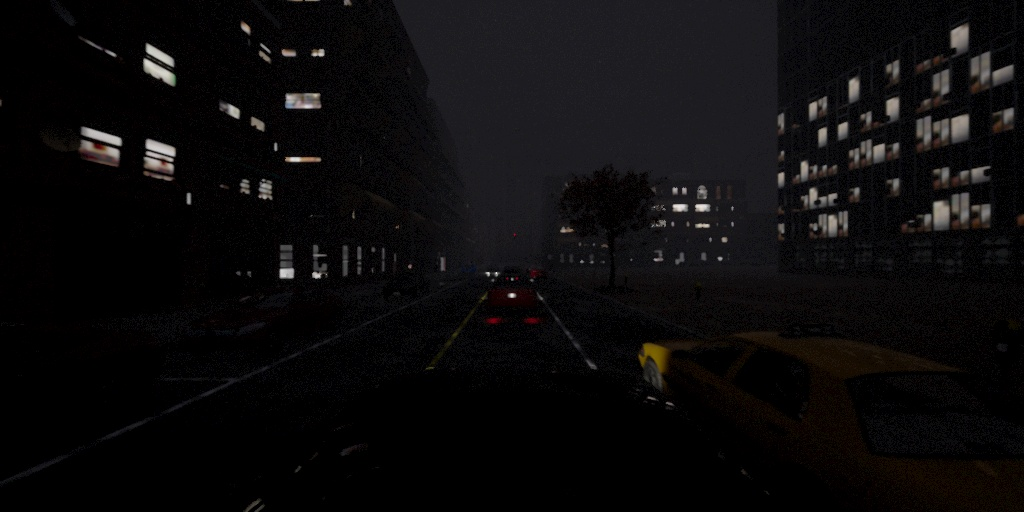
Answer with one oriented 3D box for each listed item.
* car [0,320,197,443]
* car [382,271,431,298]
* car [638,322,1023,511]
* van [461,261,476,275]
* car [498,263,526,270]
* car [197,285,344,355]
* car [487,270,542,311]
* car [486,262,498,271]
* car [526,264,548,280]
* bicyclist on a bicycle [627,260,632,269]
[{"bbox_3d":[-5.691,1.348,3.301,1.802,1.307,4.207,0,0,0],"label":"car"},{"bbox_3d":[-5.689,1.502,19.880,1.948,1.339,4.313,0,0,0],"label":"car"},{"bbox_3d":[2.689,1.292,3.470,1.751,1.417,4.829,0,0,0],"label":"car"},{"bbox_3d":[-5.685,1.574,47.511,1.690,1.789,3.998,0,0,0],"label":"van"},{"bbox_3d":[0.021,1.554,30.345,1.837,1.490,4.892,0,0,0],"label":"car"},{"bbox_3d":[-5.691,1.404,8.827,1.802,1.307,4.207,0,0,0],"label":"car"},{"bbox_3d":[0.018,1.454,15.327,1.994,1.385,4.181,0,-1,0],"label":"car"},{"bbox_3d":[-3.000,1.890,57.334,2.033,1.411,5.357,0,-1,0],"label":"car"},{"bbox_3d":[2.694,1.658,36.458,1.888,1.381,4.507,0,0,0],"label":"car"},{"bbox_3d":[20.253,1.412,61.840,0.582,1.620,1.656,-1,0,-1],"label":"bicyclist on a bicycle"}]
